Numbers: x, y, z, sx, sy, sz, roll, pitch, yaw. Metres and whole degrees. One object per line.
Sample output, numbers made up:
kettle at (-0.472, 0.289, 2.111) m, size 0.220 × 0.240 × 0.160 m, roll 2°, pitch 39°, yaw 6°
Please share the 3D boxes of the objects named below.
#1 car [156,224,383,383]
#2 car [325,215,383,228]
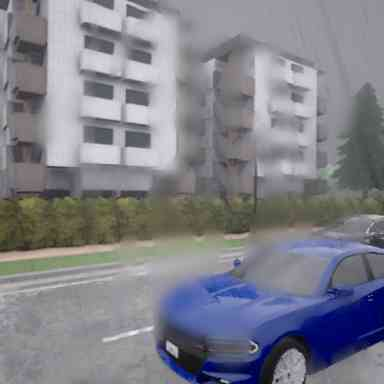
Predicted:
car at (1.841, 1.520, 5.167) m, size 5.008 × 1.535 × 1.882 m, roll 1°, pitch 0°, yaw -34°
car at (6.232, 1.621, 12.124) m, size 4.892 × 1.490 × 1.837 m, roll 1°, pitch -1°, yaw -30°
